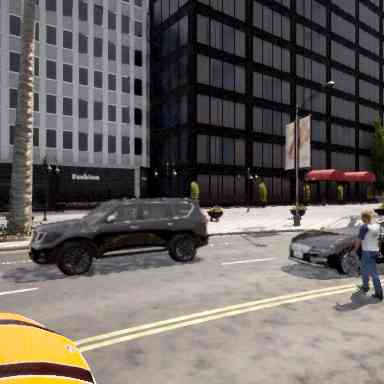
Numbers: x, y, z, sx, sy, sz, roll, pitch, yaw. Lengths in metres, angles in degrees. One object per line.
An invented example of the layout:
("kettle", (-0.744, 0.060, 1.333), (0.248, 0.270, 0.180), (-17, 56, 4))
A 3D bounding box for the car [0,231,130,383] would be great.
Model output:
("car", (-2.742, 1.352, 1.670), (4.553, 1.767, 2.097), (0, 0, -32))

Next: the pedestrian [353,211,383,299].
("pedestrian", (3.789, 1.294, 7.124), (0.375, 1.860, 0.375), (0, 0, -25))

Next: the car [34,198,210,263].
("car", (-2.080, 1.221, 10.582), (5.566, 2.045, 2.150), (0, 0, -30))

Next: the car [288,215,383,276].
("car", (5.283, 1.491, 10.186), (4.902, 1.511, 2.128), (0, 0, -20))
